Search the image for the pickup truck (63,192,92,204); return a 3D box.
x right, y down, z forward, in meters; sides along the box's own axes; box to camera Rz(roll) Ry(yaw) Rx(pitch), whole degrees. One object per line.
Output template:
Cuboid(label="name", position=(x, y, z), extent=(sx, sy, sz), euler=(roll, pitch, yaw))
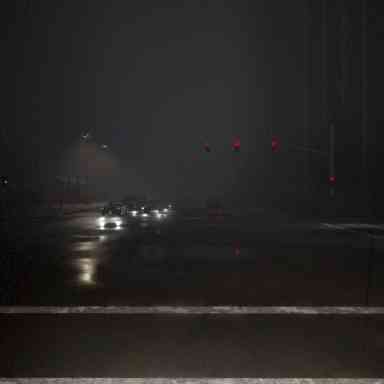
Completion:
Cuboid(label="pickup truck", position=(-20.918, 1.059, 60.092), extent=(2.390, 2.098, 6.274), euler=(0, 0, 30))

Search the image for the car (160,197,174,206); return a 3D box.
Cuboid(label="car", position=(-4.338, 1.547, 57.966), extent=(2.033, 1.411, 5.357), euler=(0, 0, 0))

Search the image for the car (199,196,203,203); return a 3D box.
Cuboid(label="car", position=(2.605, 1.524, 71.164), extent=(1.812, 1.442, 4.674), euler=(0, 0, -1))

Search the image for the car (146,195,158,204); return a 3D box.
Cuboid(label="car", position=(-7.875, 1.477, 65.868), extent=(1.882, 1.535, 5.008), euler=(0, 0, 0))

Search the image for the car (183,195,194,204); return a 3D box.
Cuboid(label="car", position=(-0.737, 1.352, 64.306), extent=(2.097, 1.767, 4.553), euler=(0, 0, -1))

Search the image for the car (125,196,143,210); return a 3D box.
Cuboid(label="car", position=(-7.706, 1.352, 41.884), extent=(2.097, 1.767, 4.553), euler=(0, 0, 0))

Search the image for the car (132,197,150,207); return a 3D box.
Cuboid(label="car", position=(-7.803, 1.547, 51.383), extent=(2.033, 1.411, 5.357), euler=(0, 0, 0))

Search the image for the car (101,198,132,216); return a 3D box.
Cuboid(label="car", position=(-7.612, 1.601, 33.115), extent=(1.895, 1.301, 4.718), euler=(0, 0, -1))

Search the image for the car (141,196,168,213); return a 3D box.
Cuboid(label="car", position=(-4.165, 1.526, 37.254), extent=(1.812, 1.442, 4.674), euler=(0, 0, 2))

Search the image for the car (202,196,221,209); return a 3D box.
Cuboid(label="car", position=(2.932, 1.491, 46.034), extent=(2.128, 1.511, 4.902), euler=(0, 0, 0))

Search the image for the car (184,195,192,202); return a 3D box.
Cuboid(label="car", position=(-0.947, 1.478, 75.459), extent=(1.882, 1.535, 5.008), euler=(0, 0, -1))

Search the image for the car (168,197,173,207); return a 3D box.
Cuboid(label="car", position=(-4.253, 1.491, 47.281), extent=(2.128, 1.511, 4.902), euler=(0, 0, 0))
